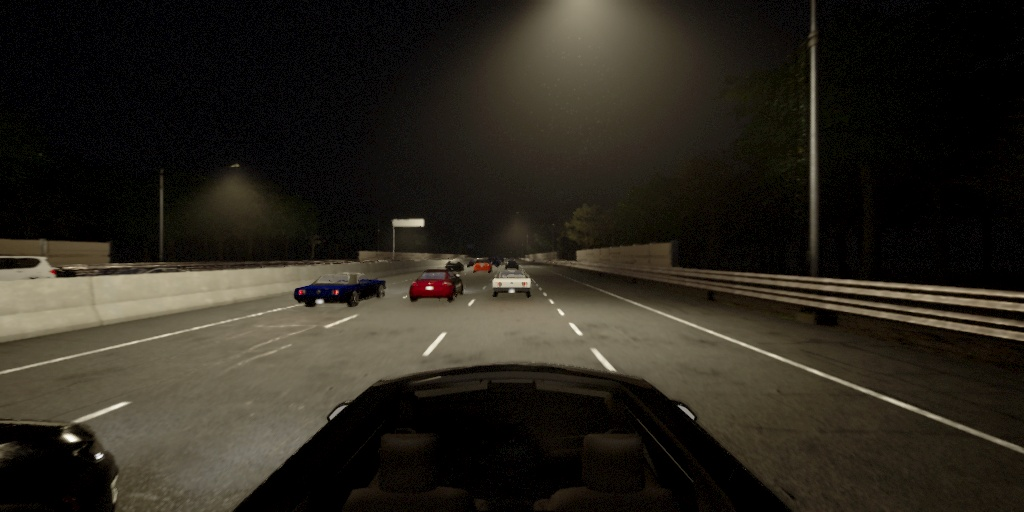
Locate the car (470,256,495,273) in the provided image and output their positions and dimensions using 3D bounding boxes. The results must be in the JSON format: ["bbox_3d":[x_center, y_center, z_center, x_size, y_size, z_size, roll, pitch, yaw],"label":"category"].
[{"bbox_3d":[-3.520,1.162,44.187,2.097,1.767,4.553,0,0,0],"label":"car"}]

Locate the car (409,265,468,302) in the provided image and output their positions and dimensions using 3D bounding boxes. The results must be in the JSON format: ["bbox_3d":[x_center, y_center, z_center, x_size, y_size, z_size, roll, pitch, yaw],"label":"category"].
[{"bbox_3d":[-3.507,1.333,17.252,1.994,1.385,4.181,0,0,0],"label":"car"}]

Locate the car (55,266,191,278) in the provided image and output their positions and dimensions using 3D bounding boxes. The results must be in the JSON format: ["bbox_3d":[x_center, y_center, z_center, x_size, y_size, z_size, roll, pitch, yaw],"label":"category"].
[{"bbox_3d":[-17.599,1.259,17.184,2.128,1.511,4.902,0,0,0],"label":"car"}]

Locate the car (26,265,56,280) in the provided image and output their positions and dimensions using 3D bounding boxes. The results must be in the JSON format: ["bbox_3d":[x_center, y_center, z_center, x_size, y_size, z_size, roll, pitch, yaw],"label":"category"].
[{"bbox_3d":[-21.095,1.318,19.094,2.033,1.411,5.357,0,0,0],"label":"car"}]

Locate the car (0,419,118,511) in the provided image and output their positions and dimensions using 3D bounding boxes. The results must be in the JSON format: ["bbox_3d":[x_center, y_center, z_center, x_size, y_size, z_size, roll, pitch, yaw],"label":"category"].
[{"bbox_3d":[-3.498,1.255,0.278,1.837,1.490,4.892,0,0,0],"label":"car"}]

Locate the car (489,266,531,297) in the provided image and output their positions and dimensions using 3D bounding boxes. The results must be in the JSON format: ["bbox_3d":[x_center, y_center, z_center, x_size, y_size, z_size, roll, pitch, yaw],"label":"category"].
[{"bbox_3d":[-0.008,1.373,19.242,1.895,1.301,4.718,0,0,0],"label":"car"}]

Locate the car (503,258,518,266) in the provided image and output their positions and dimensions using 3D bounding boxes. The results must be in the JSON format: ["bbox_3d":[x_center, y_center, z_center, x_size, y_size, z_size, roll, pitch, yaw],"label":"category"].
[{"bbox_3d":[-0.021,1.393,54.208,1.994,1.385,4.181,0,0,0],"label":"car"}]

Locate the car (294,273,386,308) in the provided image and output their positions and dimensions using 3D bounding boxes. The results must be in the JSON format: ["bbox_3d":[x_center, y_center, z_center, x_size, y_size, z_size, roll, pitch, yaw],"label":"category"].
[{"bbox_3d":[-7.008,1.367,15.291,1.895,1.301,4.718,0,0,0],"label":"car"}]

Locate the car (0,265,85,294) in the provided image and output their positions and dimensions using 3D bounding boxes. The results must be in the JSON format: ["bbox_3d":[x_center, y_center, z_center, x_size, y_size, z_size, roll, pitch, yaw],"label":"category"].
[{"bbox_3d":[-28.091,1.277,20.368,1.837,1.490,4.892,0,0,0],"label":"car"}]

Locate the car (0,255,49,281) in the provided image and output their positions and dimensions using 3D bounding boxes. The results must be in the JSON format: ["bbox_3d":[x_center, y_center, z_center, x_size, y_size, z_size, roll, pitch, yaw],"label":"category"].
[{"bbox_3d":[-24.600,0.988,16.129,2.150,2.045,5.566,0,0,0],"label":"car"}]

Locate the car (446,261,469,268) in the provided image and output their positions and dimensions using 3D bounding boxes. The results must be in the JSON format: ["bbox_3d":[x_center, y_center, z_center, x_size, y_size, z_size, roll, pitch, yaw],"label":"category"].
[{"bbox_3d":[-7.018,1.302,44.280,2.128,1.511,4.902,0,0,0],"label":"car"}]
